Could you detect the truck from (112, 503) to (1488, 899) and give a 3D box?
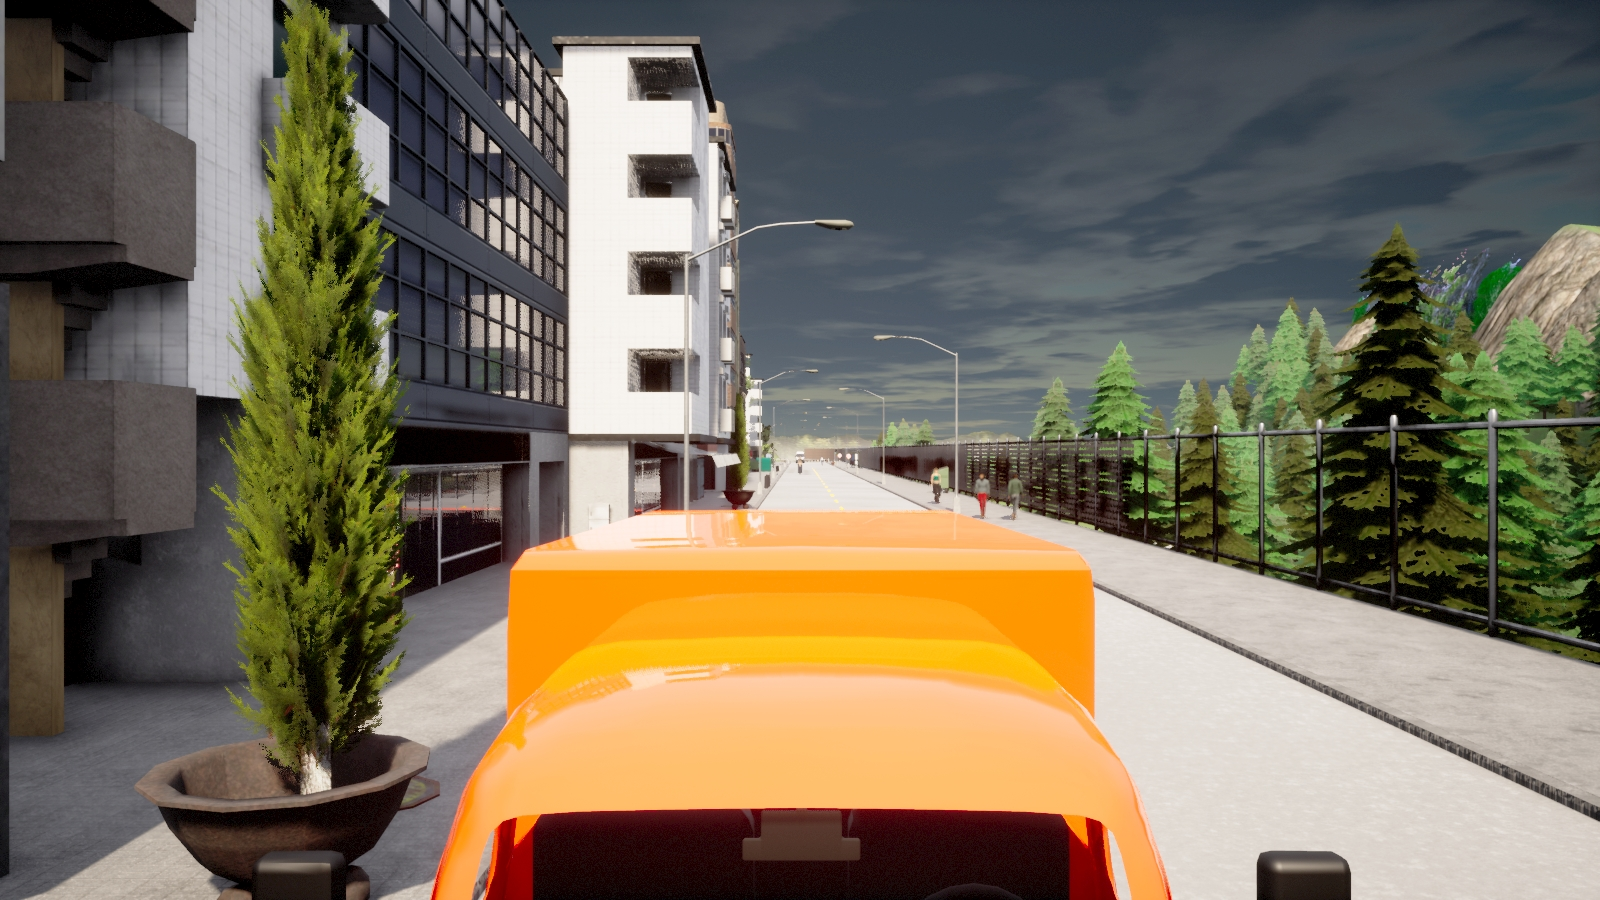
[{"bbox_3d":[0.000,1.571,4.781,2.627,2.467,5.204,0,0,0],"label":"truck"}]

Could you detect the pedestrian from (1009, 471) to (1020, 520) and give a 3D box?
[{"bbox_3d":[8.318,1.762,44.290,0.375,1.860,0.375,0,0,15],"label":"pedestrian"}]

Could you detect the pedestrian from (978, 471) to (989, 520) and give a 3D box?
[{"bbox_3d":[7.131,1.762,44.417,0.375,1.860,0.375,0,0,19],"label":"pedestrian"}]

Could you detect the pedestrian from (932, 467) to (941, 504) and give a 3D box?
[{"bbox_3d":[6.802,1.767,56.846,0.375,1.860,0.375,0,0,-7],"label":"pedestrian"}]
